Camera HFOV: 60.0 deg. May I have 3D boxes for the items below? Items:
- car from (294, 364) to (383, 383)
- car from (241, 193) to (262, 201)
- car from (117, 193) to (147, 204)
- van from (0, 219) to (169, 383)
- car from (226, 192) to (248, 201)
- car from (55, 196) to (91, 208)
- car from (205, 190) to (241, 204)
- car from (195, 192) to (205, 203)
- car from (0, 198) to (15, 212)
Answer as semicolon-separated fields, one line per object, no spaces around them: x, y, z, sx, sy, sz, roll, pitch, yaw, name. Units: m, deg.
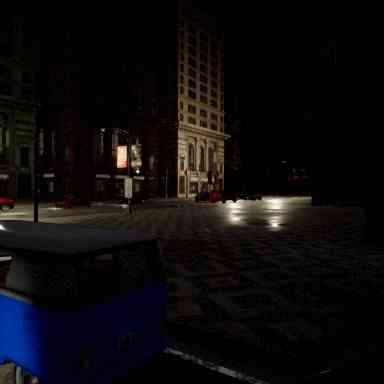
2.407;1.582;1.365;4.206;1.307;1.802;0;0;35;car
10.910;0.856;59.251;1.994;1.385;4.181;0;1;35;car
-8.672;0.994;48.576;1.837;1.490;4.892;0;1;35;car
-2.205;1.341;4.626;3.998;1.788;1.690;0;0;35;van
8.254;0.752;61.126;1.882;1.535;5.008;0;1;35;car
-14.386;1.179;40.504;1.994;1.385;4.181;0;1;35;car
4.814;0.648;50.538;2.150;2.045;5.566;0;1;36;car
2.441;0.755;52.803;2.097;1.767;4.553;0;1;36;car
-20.079;1.218;32.443;1.882;1.535;5.008;0;1;35;car
